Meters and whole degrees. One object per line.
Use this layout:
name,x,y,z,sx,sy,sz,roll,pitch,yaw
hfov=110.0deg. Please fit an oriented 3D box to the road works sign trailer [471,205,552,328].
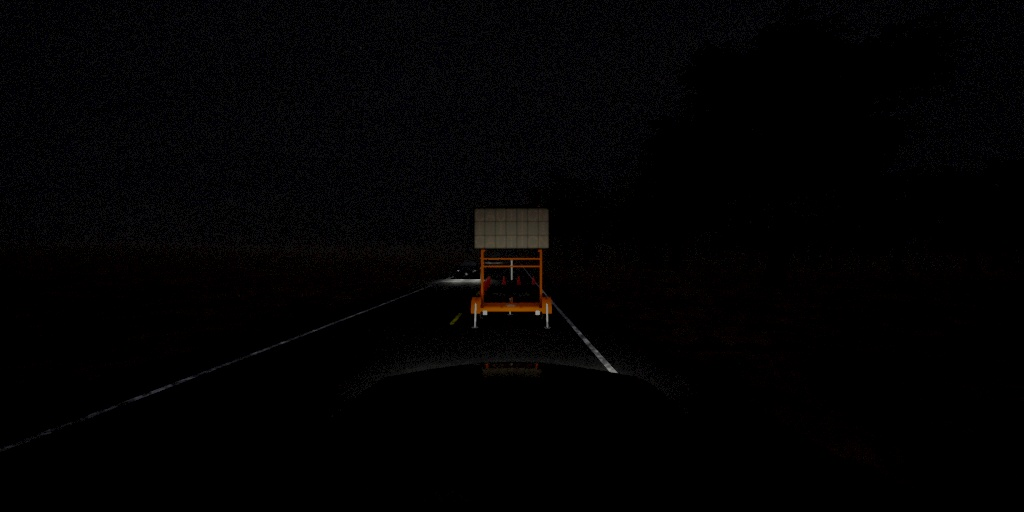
road works sign trailer,-0.009,0.203,11.305,2.380,3.560,2.880,0,0,0

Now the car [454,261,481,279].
car,-3.648,1.156,30.918,1.812,1.442,4.674,0,0,0
